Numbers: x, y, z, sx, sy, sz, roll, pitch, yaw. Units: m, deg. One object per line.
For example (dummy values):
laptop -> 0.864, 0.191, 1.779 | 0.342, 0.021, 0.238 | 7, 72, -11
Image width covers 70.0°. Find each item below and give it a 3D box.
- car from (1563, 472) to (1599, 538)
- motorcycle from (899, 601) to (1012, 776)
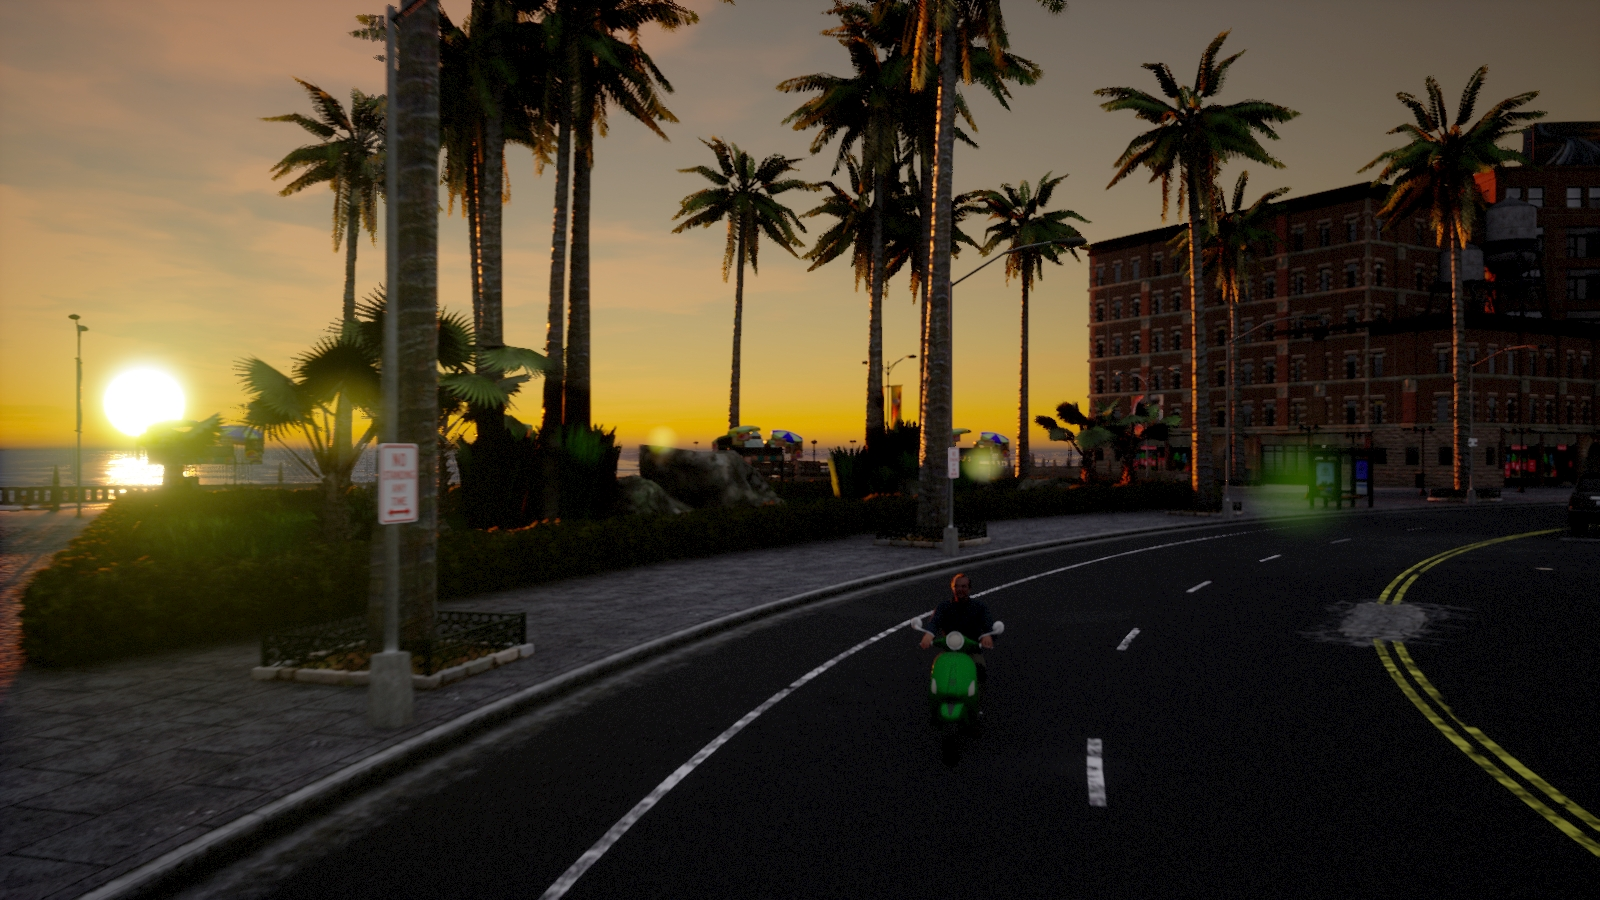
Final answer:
car -> 27.756, 1.789, 38.436 | 5.566, 2.045, 2.150 | 0, 0, -41
motorcycle -> 1.510, 2.182, 10.803 | 0.856, 1.236, 1.805 | 0, 0, 14
